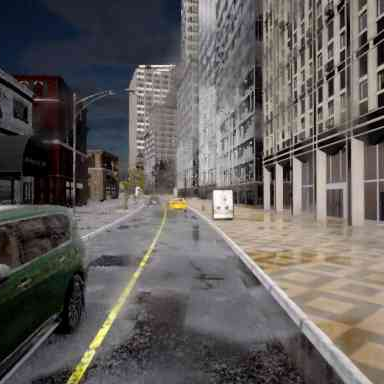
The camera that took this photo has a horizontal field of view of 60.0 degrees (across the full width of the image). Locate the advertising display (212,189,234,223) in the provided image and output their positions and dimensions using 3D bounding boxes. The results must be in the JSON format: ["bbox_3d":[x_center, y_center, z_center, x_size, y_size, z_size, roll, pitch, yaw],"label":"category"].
[{"bbox_3d":[2.271,1.026,24.410,1.540,2.440,0.280,-1,-1,-3],"label":"advertising display"}]

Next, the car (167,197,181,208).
[{"bbox_3d":[-2.705,1.508,49.566,1.812,1.442,4.674,0,0,-6],"label":"car"}]

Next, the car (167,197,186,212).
[{"bbox_3d":[-1.736,1.467,39.444,1.882,1.535,5.008,0,0,-5],"label":"car"}]

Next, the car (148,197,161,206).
[{"bbox_3d":[-6.137,1.498,54.718,1.812,1.442,4.674,0,0,-6],"label":"car"}]

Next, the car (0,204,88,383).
[{"bbox_3d":[-2.908,1.222,3.809,2.150,2.045,5.566,0,0,-1],"label":"car"}]
